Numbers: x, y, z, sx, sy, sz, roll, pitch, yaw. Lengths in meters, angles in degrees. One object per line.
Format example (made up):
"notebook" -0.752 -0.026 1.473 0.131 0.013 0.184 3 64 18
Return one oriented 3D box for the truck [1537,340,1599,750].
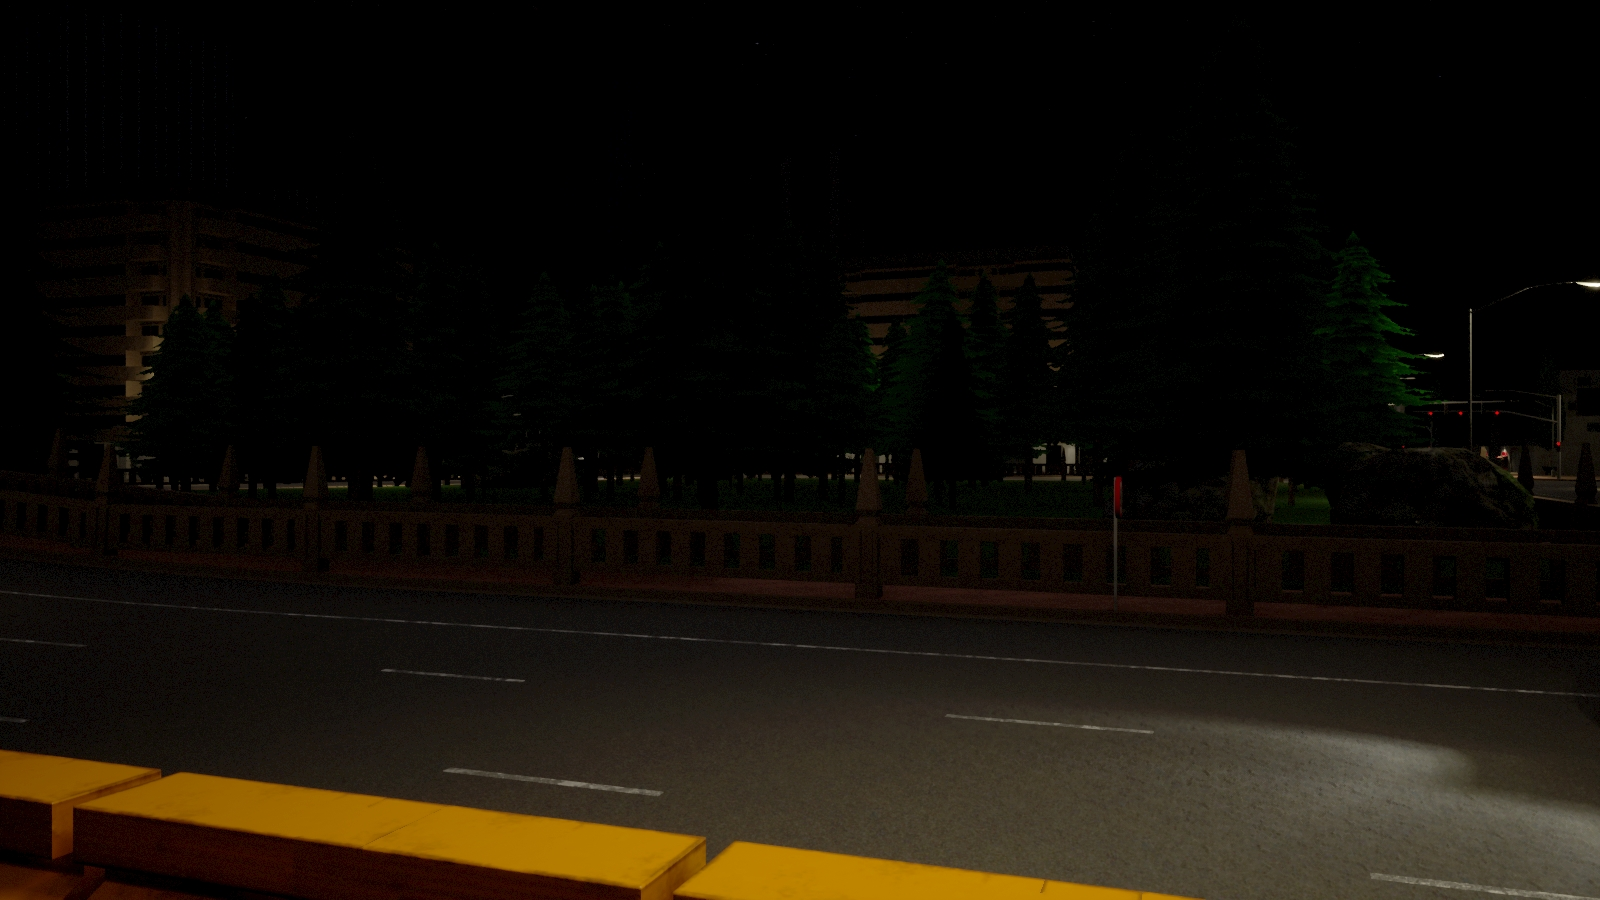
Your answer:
"truck" 11.755 0.890 10.580 8.468 3.827 2.891 0 0 -8
